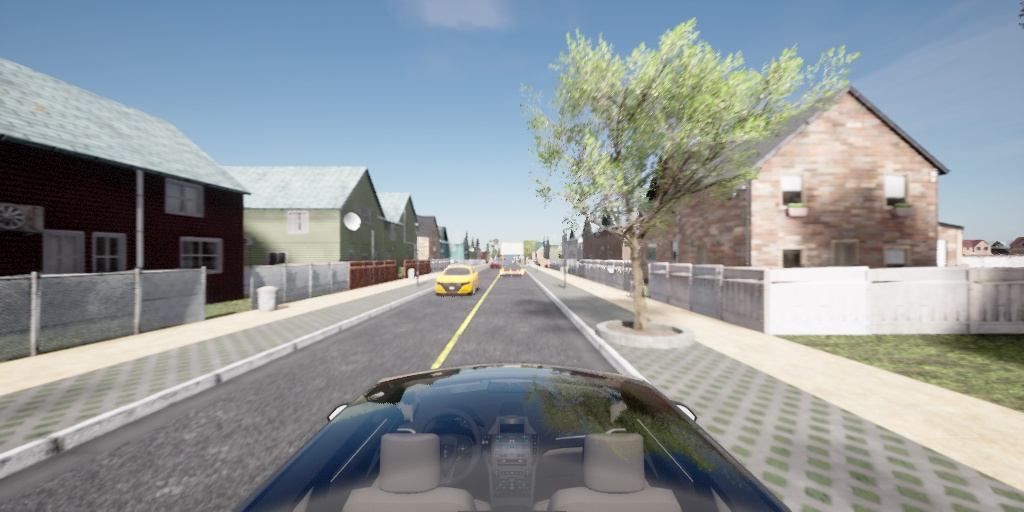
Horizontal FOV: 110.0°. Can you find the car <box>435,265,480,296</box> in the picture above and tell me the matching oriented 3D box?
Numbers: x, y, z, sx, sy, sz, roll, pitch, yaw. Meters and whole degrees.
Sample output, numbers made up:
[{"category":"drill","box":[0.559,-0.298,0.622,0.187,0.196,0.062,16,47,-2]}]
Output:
[{"category":"car","box":[-2.856,1.250,19.525,1.882,1.535,5.008,0,0,0]}]

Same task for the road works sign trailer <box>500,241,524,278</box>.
[{"category":"road works sign trailer","box":[-0.011,0.290,35.460,2.380,3.560,2.880,0,0,0]}]

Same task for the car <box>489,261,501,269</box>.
[{"category":"car","box":[-2.810,1.574,61.015,1.895,1.301,4.718,0,0,1]}]
